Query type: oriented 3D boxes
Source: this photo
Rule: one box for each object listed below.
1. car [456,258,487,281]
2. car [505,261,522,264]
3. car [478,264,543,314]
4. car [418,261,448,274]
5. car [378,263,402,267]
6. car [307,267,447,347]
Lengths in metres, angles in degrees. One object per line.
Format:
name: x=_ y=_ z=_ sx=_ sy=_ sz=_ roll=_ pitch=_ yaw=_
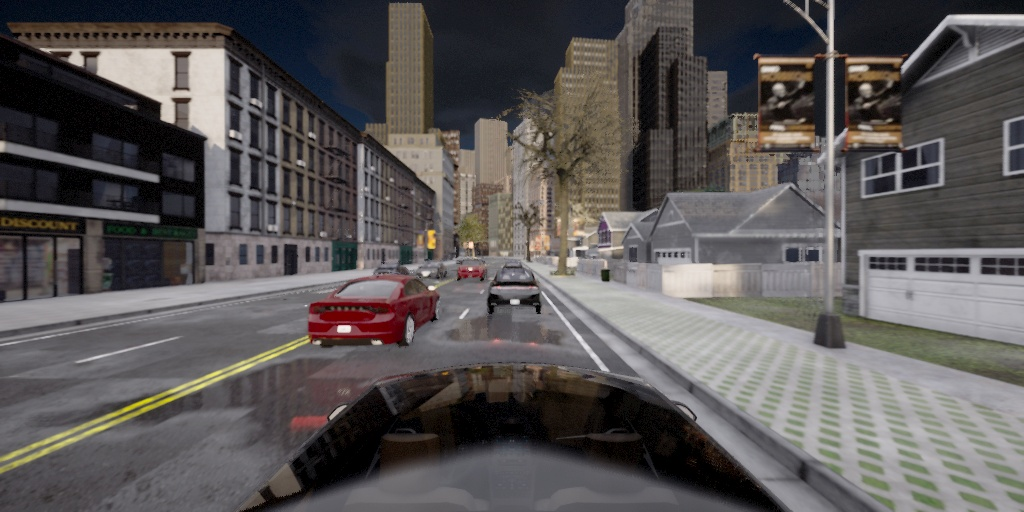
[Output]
car: x=-3.154 y=1.041 z=29.380 sx=2.097 sy=1.767 sz=4.553 roll=0 pitch=0 yaw=0
car: x=0.097 y=1.180 z=29.616 sx=2.128 sy=1.511 sz=4.902 roll=0 pitch=0 yaw=0
car: x=0.096 y=1.217 z=13.669 sx=2.128 sy=1.511 sz=4.902 roll=0 pitch=0 yaw=0
car: x=-6.598 y=1.179 z=29.796 sx=2.128 sy=1.511 sz=4.902 roll=0 pitch=0 yaw=0
car: x=-9.847 y=1.253 z=29.348 sx=1.994 sy=1.385 sz=4.181 roll=0 pitch=0 yaw=0
car: x=-3.159 y=1.212 z=9.245 sx=1.882 sy=1.535 sz=5.008 roll=0 pitch=0 yaw=0
